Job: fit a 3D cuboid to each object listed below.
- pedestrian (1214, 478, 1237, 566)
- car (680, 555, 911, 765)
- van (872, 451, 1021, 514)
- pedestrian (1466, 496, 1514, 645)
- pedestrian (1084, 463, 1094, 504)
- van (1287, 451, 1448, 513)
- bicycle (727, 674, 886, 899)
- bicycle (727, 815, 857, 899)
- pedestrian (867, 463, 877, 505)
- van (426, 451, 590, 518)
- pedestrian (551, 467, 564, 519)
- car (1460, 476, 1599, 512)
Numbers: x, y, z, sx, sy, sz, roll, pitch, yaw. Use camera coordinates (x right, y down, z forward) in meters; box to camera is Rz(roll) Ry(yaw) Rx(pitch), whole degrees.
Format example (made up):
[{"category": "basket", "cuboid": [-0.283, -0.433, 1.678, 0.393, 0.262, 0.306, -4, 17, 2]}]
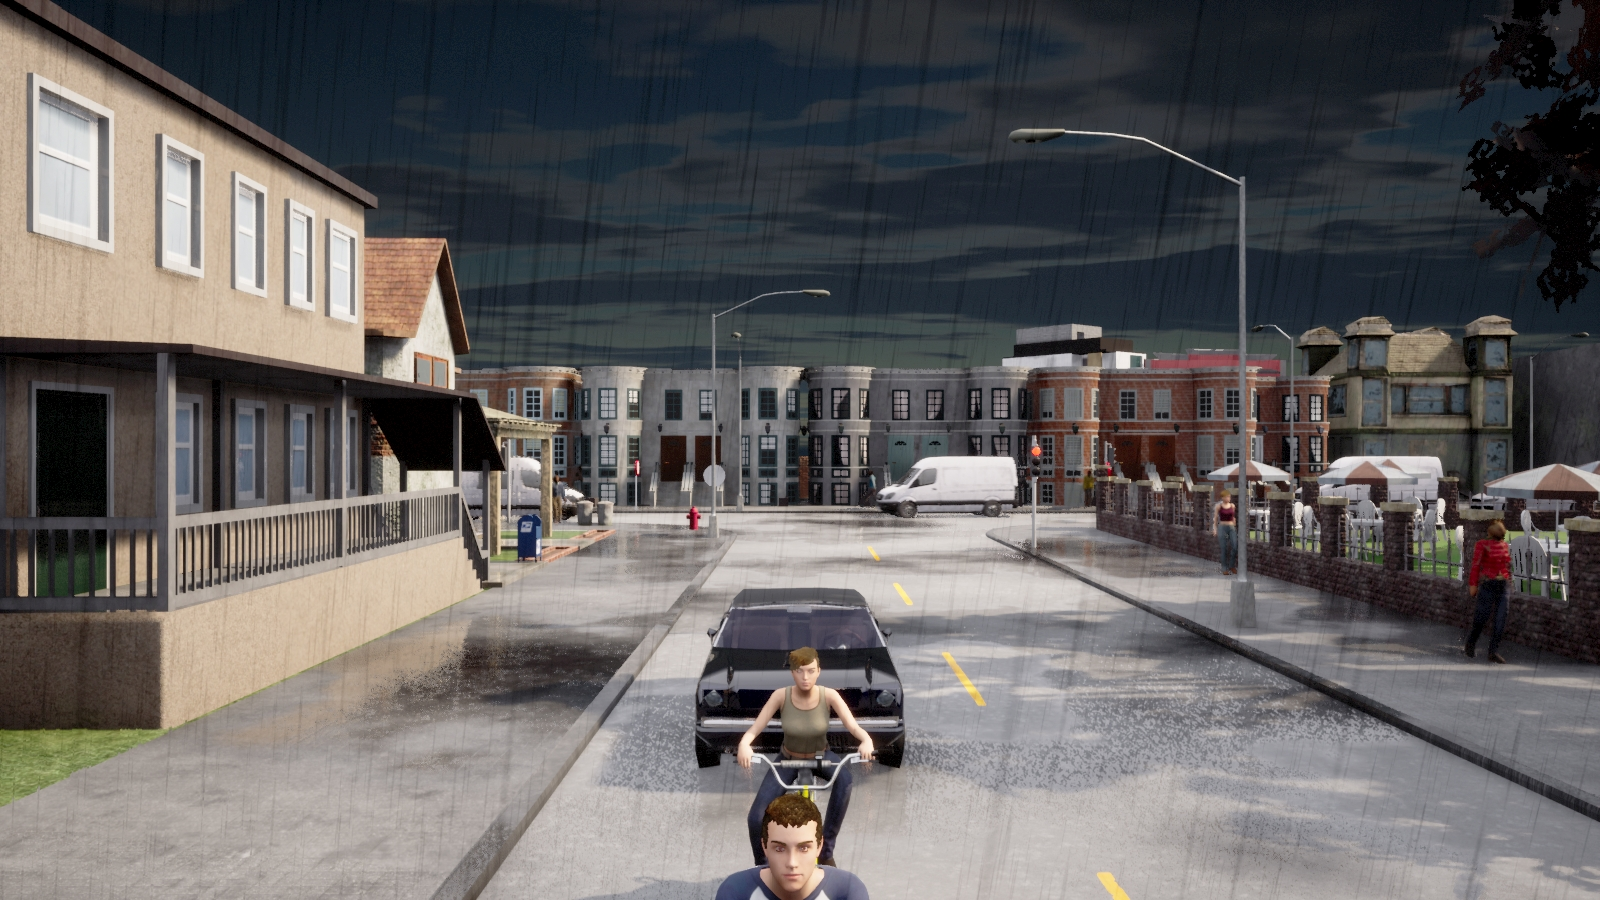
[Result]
[{"category": "pedestrian", "cuboid": [9.148, 1.535, 24.564, 0.375, 1.860, 0.375, 0, 0, 2]}, {"category": "car", "cuboid": [-0.038, 1.941, 11.747, 1.895, 1.301, 4.718, 0, 0, 0]}, {"category": "van", "cuboid": [6.149, 1.335, 48.238, 5.915, 2.561, 1.988, 0, 0, -11]}, {"category": "pedestrian", "cuboid": [8.798, 1.530, 14.574, 0.375, 1.860, 0.375, 0, 0, -3]}, {"category": "pedestrian", "cuboid": [13.414, 1.546, 53.000, 0.375, 1.860, 0.375, 0, 0, -5]}, {"category": "van", "cuboid": [24.218, 1.335, 48.884, 5.915, 2.561, 1.988, 0, 0, 0]}, {"category": "bicycle", "cuboid": [0.033, 2.040, 6.906, 0.859, 1.080, 1.487, 0, 0, 0]}, {"category": "bicycle", "cuboid": [-0.022, 1.938, 3.212, 0.373, 1.296, 1.643, 0, 0, 0]}, {"category": "pedestrian", "cuboid": [3.283, 1.546, 52.106, 0.375, 1.860, 0.375, 0, 0, 19]}, {"category": "van", "cuboid": [-11.385, 1.333, 44.864, 5.915, 2.561, 1.988, 0, 0, 0]}, {"category": "pedestrian", "cuboid": [-8.741, 1.544, 41.169, 0.375, 1.860, 0.375, 0, 0, -21]}, {"category": "car", "cuboid": [31.329, 1.861, 48.882, 4.892, 1.480, 2.231, 0, 0, 0]}]
